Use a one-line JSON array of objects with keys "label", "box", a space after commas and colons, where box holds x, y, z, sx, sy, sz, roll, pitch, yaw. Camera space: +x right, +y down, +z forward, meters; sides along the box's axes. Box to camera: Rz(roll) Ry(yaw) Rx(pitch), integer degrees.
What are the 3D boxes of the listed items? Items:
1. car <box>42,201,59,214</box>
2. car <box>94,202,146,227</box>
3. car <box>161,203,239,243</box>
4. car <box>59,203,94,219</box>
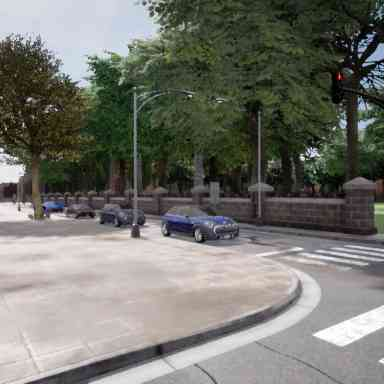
[{"label": "car", "box": [-17.780, 1.945, 42.472, 1.882, 1.535, 5.008, 0, -1, -35]}, {"label": "car", "box": [-5.266, 1.570, 24.850, 2.097, 1.767, 4.553, 0, 0, -36]}, {"label": "car", "box": [0.307, 1.478, 17.047, 2.097, 1.767, 4.553, 0, 0, -35]}, {"label": "car", "box": [-11.312, 1.879, 33.329, 2.033, 1.411, 5.357, 0, -1, -35]}]
